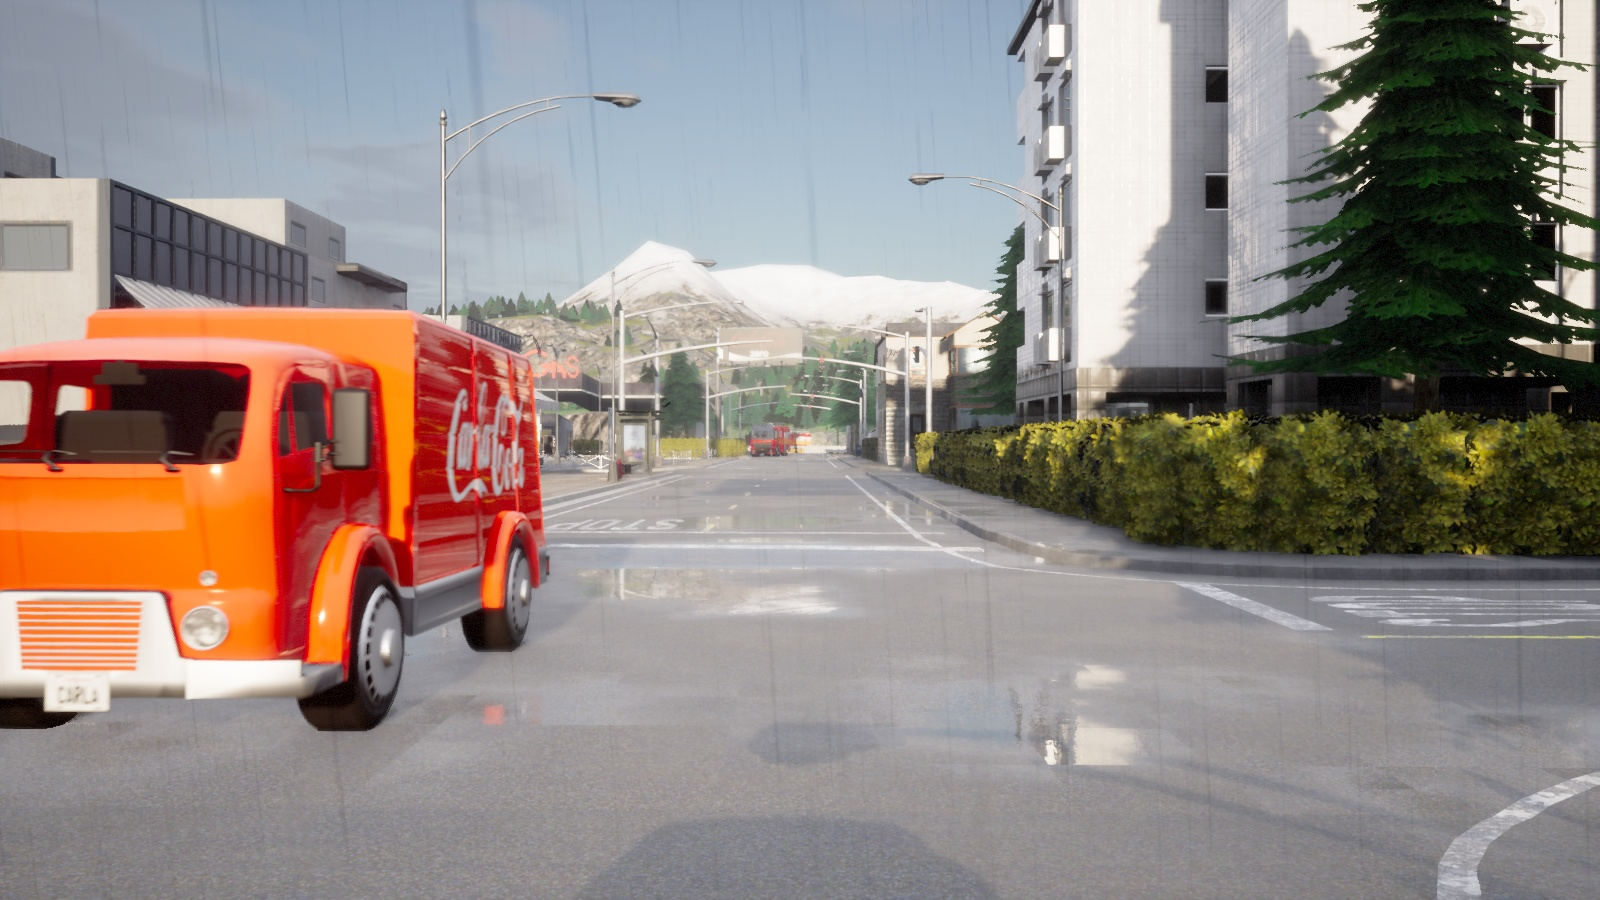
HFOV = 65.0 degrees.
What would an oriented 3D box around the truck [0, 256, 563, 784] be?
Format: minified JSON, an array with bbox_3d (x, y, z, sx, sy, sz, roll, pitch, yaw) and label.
[{"bbox_3d":[-3.433,0.334,8.494,2.627,2.467,5.204,0,0,0],"label":"truck"}]
